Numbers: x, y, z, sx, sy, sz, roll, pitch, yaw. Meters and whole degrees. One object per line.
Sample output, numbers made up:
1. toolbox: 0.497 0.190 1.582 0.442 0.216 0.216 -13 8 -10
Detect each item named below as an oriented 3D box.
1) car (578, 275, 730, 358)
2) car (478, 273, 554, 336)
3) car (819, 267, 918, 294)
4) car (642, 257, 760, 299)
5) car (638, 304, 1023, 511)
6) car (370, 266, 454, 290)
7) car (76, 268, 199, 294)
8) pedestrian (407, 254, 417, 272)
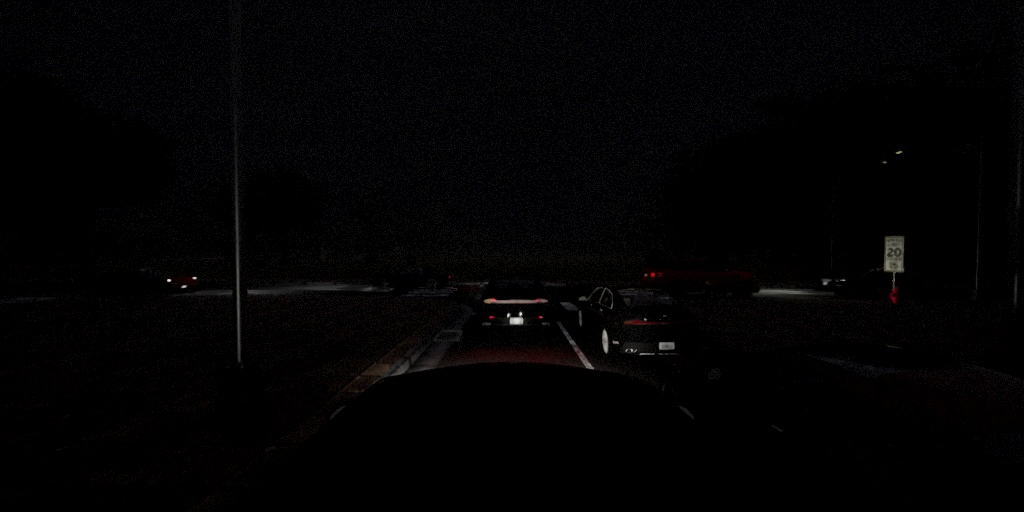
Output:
1. car: 2.647 1.294 8.278 2.007 1.370 4.403 0 0 0
2. car: 0.049 1.233 10.439 2.128 1.511 4.902 0 0 -1
3. car: 21.292 1.407 21.545 4.902 1.511 2.128 1 1 0
4. car: 9.615 1.099 18.611 5.566 2.045 2.150 0 1 0
5. car: 2.638 1.331 2.746 1.802 1.307 4.207 0 0 0
6. car: -5.964 1.272 21.579 4.718 1.301 1.895 0 1 0
7. car: -19.277 1.285 18.638 4.718 1.301 1.895 0 1 0
8. pedestrian: -6.844 0.741 24.473 0.375 1.860 0.375 0 1 0
